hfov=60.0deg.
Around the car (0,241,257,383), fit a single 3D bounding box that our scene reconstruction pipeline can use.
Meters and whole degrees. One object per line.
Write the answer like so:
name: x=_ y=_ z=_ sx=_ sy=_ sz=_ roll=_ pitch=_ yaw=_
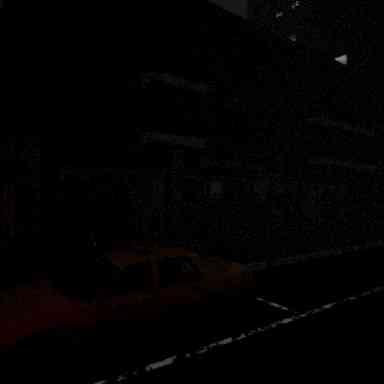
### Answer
car: x=-1.077 y=1.527 z=5.304 sx=4.829 sy=1.417 sz=1.752 roll=0 pitch=2 yaw=-35
